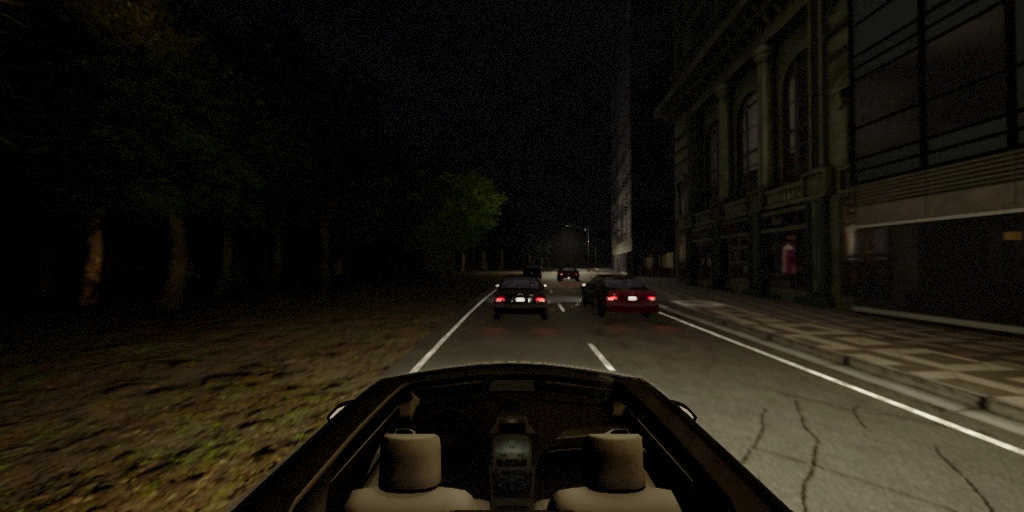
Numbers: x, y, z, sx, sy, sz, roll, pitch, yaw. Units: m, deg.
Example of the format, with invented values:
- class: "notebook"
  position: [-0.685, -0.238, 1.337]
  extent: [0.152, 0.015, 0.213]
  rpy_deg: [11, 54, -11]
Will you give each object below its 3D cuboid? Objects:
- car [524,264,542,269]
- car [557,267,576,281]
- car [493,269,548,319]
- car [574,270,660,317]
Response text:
- class: "car"
  position: [2.248, 1.611, 38.950]
  extent: [1.882, 1.535, 5.008]
  rpy_deg: [0, -1, 6]
- class: "car"
  position: [5.203, 1.666, 33.670]
  extent: [1.895, 1.301, 4.718]
  rpy_deg: [0, -1, 5]
- class: "car"
  position: [0.334, 1.386, 13.273]
  extent: [2.033, 1.411, 5.357]
  rpy_deg: [0, -1, 2]
- class: "car"
  position: [3.851, 1.395, 13.689]
  extent: [2.033, 1.411, 5.357]
  rpy_deg: [0, -1, 2]
